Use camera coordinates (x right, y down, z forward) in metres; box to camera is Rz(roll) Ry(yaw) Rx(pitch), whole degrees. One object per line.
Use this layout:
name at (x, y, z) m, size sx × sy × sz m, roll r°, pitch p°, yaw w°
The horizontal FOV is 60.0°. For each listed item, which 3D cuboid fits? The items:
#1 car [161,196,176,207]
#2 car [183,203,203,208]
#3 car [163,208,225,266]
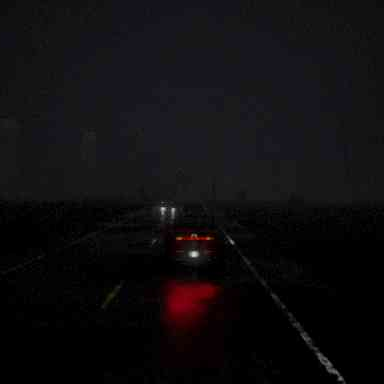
car at (-3.465, 1.440, 49.505) m, size 1.837 × 1.490 × 4.892 m, roll 0°, pitch 0°, yaw 0°
car at (0.101, 1.520, 25.502) m, size 2.033 × 1.411 × 5.357 m, roll 0°, pitch 0°, yaw 1°
car at (0.079, 1.491, 11.556) m, size 1.837 × 1.490 × 4.892 m, roll 0°, pitch -1°, yaw 1°
